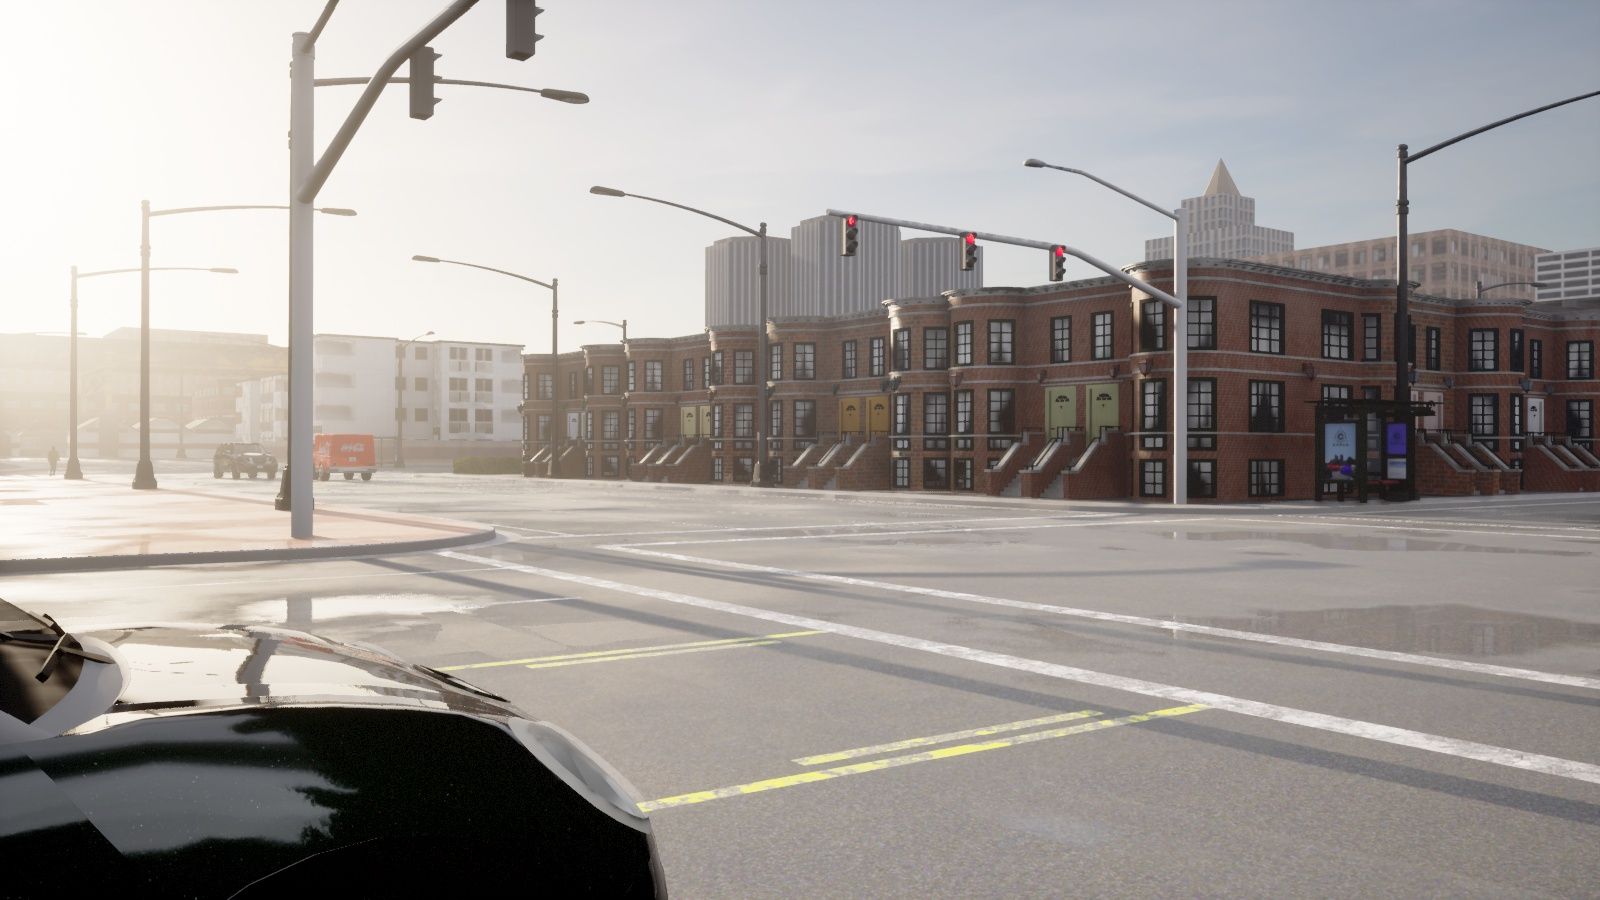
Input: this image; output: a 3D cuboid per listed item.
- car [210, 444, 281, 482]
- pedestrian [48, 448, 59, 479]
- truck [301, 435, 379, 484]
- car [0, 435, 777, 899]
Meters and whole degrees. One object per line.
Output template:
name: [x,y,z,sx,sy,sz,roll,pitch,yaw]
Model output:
car: [-30.806,0.702,69.672,2.150,2.045,5.566,0,0,-40]
pedestrian: [-44.014,0.804,74.039,0.431,1.840,0.709,0,0,-41]
truck: [-24.390,0.473,66.488,2.627,2.467,5.204,0,0,-35]
car: [-2.171,0.720,2.205,3.806,1.475,1.970,0,0,-35]
